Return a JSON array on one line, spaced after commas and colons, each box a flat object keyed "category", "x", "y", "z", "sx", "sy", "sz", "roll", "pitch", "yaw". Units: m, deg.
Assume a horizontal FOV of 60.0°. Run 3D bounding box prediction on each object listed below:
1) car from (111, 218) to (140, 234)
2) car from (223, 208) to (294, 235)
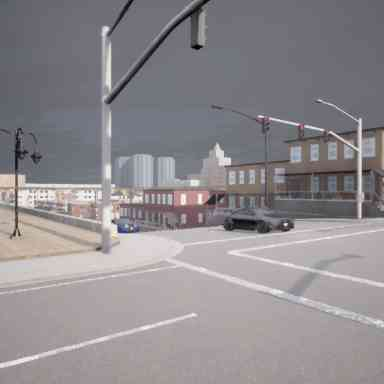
[{"category": "car", "x": -7.410, "y": 3.746, "z": 34.195, "sx": 2.150, "sy": 2.045, "sz": 5.566, "roll": 0, "pitch": -12, "yaw": -36}, {"category": "car", "x": 3.730, "y": 1.608, "z": 19.163, "sx": 1.994, "sy": 1.385, "sz": 4.181, "roll": 0, "pitch": -2, "yaw": -37}]
